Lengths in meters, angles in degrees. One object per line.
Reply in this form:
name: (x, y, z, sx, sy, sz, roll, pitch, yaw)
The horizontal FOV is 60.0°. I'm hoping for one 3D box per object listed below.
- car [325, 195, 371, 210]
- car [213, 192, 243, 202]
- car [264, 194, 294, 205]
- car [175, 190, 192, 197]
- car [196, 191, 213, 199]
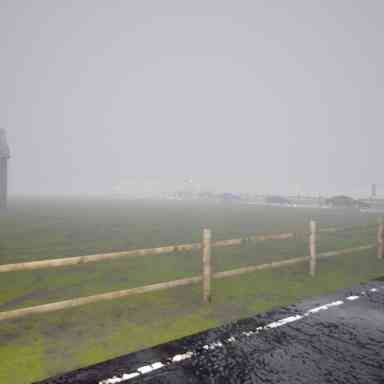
car: (17.768, 1.130, 38.104, 1.882, 1.535, 5.008, 0, 1, -35)
car: (6.161, 0.769, 54.390, 1.882, 1.535, 5.008, 0, 1, -35)
car: (12.054, 1.038, 46.137, 1.994, 1.385, 4.181, 0, 1, -34)
car: (-1.841, 0.382, 71.781, 1.837, 1.490, 4.892, 0, 1, -36)
car: (2.725, 0.617, 65.439, 1.837, 1.490, 4.892, 0, 1, -35)
